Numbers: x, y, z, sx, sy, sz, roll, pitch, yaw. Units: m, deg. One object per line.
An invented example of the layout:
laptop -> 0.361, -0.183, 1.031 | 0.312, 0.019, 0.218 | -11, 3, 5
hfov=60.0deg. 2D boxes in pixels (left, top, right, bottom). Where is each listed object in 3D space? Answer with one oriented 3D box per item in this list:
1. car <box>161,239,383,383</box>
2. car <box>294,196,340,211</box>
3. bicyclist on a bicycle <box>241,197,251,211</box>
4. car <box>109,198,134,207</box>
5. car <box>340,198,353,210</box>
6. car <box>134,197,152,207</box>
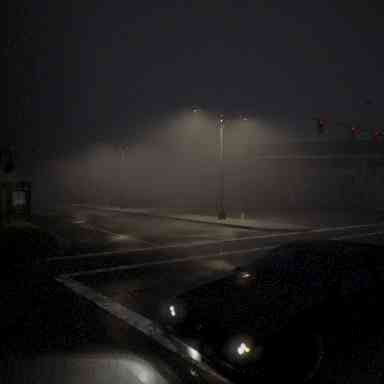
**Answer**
car -> 2.202, 1.547, 5.509 | 5.357, 1.411, 2.033 | 0, 0, -35
car -> 13.908, 1.295, 38.118 | 2.242, 1.667, 4.611 | 0, 0, -35
bicyclist on a bicycle -> 6.331, 1.430, 39.760 | 1.656, 1.620, 0.582 | -6, -7, -37
car -> -11.077, 1.564, 50.732 | 1.994, 1.385, 4.181 | 0, 0, -35
car -> 18.173, 1.455, 42.041 | 1.970, 1.475, 3.806 | 0, 0, -35
car -> -8.212, 1.547, 52.742 | 2.033, 1.411, 5.357 | 0, 0, -35
